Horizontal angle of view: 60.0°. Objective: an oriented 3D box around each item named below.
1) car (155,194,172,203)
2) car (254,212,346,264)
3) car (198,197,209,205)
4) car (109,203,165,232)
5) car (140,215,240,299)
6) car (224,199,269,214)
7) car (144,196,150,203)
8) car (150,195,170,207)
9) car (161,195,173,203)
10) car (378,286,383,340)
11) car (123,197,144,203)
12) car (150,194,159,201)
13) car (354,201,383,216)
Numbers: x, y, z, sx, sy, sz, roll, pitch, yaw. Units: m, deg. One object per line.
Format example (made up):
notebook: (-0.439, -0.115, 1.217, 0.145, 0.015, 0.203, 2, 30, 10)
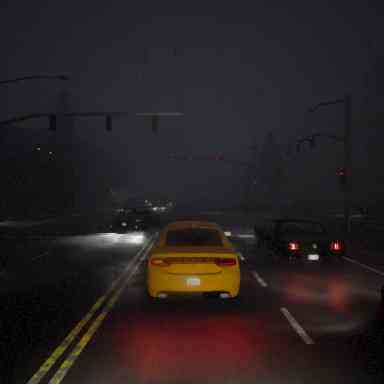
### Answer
car: (-5.072, 1.352, 60.665, 2.097, 1.767, 4.553, 0, 0, -1)
car: (3.497, 1.601, 11.849, 1.895, 1.301, 4.718, 0, 0, -1)
car: (2.070, 1.601, 60.814, 1.895, 1.301, 4.718, 0, 0, -1)
car: (-3.310, 1.564, 19.889, 1.994, 1.385, 4.181, 0, 0, 11)
car: (0.030, 1.478, 8.523, 1.882, 1.535, 5.008, 0, 0, 0)
car: (5.754, 1.525, 35.281, 4.674, 1.442, 1.812, 0, 0, -3)
car: (-8.450, 1.547, 55.272, 2.033, 1.411, 5.357, 0, 0, -1)
car: (-4.821, 1.564, 50.432, 1.994, 1.385, 4.181, 0, 0, -1)
car: (-5.278, 1.525, 70.879, 2.128, 1.511, 4.902, 0, 0, -2)
car: (3.596, 1.478, 2.759, 1.882, 1.535, 5.008, 0, 0, 0)
car: (-8.230, 1.505, 45.535, 1.837, 1.490, 4.892, 0, 0, 0)
car: (-9.046, 1.315, 81.048, 1.882, 1.535, 5.008, 0, 0, -2)
car: (18.759, 1.547, 32.254, 5.357, 1.411, 2.033, 0, 0, -2)
